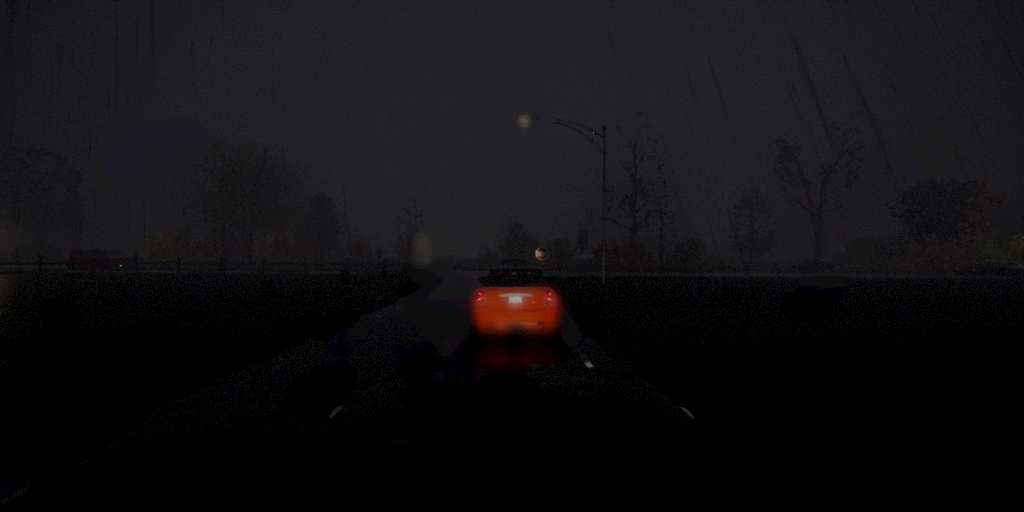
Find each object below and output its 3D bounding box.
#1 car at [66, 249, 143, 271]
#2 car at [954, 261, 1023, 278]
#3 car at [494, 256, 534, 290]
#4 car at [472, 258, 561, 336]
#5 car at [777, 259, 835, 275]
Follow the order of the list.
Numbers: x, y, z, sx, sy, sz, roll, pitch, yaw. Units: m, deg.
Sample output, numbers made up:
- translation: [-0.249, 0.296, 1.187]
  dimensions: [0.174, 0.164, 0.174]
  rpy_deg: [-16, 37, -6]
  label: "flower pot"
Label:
- translation: [-38.150, 0.355, 33.604]
  dimensions: [5.566, 2.045, 2.150]
  rpy_deg: [1, 1, 0]
  label: "car"
- translation: [44.675, 1.337, 33.441]
  dimensions: [4.718, 1.301, 1.895]
  rpy_deg: [0, 1, 1]
  label: "car"
- translation: [0.129, 0.888, 21.109]
  dimensions: [2.097, 1.767, 4.553]
  rpy_deg: [0, 1, 0]
  label: "car"
- translation: [0.098, 1.008, 10.211]
  dimensions: [2.097, 1.767, 4.553]
  rpy_deg: [0, 1, 0]
  label: "car"
- translation: [29.781, 1.059, 36.369]
  dimensions: [5.008, 1.535, 1.882]
  rpy_deg: [0, 1, 0]
  label: "car"
